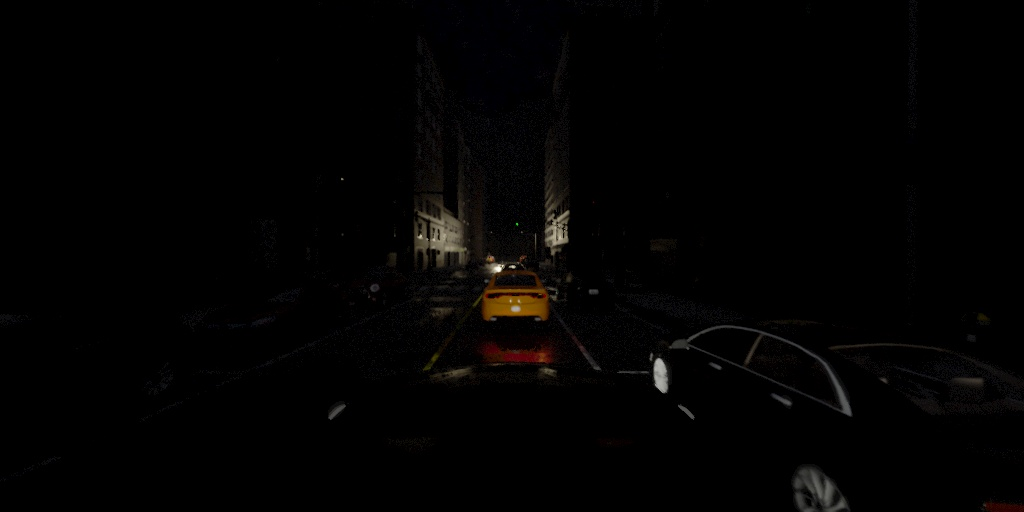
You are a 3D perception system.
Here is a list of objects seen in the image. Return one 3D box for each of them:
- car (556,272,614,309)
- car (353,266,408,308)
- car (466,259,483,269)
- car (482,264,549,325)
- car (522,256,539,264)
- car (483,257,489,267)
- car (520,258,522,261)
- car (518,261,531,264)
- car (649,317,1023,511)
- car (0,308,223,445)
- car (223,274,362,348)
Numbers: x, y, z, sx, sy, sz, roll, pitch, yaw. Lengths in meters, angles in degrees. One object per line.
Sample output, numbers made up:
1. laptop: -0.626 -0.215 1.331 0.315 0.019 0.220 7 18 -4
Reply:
1. car: 2.857 1.279 14.625 1.948 1.339 4.313 0 0 0
2. car: -5.668 1.153 14.625 1.967 1.591 4.097 0 0 0
3. car: -5.634 1.224 51.727 1.802 1.307 4.207 0 0 0
4. car: 0.099 1.199 11.753 1.882 1.535 5.008 0 0 0
5. car: 2.891 1.081 51.714 1.967 1.591 4.097 0 0 0
6. car: -5.614 1.181 62.543 2.007 1.370 4.403 0 0 0
7. car: 2.911 1.181 62.531 2.007 1.370 4.403 0 0 0
8. car: 0.100 1.248 25.767 1.994 1.385 4.181 0 0 0
9. car: 2.857 1.295 3.622 2.007 1.370 4.403 0 0 0
10. car: -5.668 1.310 3.622 1.948 1.339 4.313 0 0 0
11. car: -5.668 1.311 9.123 1.802 1.307 4.207 0 0 0
